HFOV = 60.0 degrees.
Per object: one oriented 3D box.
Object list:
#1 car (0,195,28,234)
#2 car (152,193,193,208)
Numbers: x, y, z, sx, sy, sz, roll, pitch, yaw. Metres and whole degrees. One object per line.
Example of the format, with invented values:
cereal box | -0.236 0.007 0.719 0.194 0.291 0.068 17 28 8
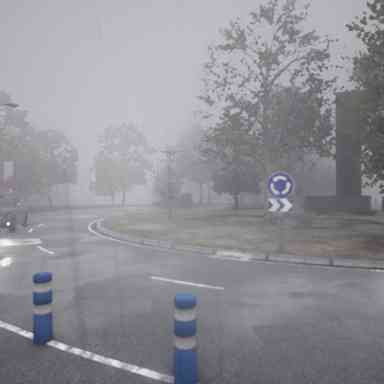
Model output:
car | -11.094 1.213 19.373 2.150 2.045 5.566 -1 0 -17
car | -2.511 1.099 44.640 5.566 2.045 2.150 0 0 -32
